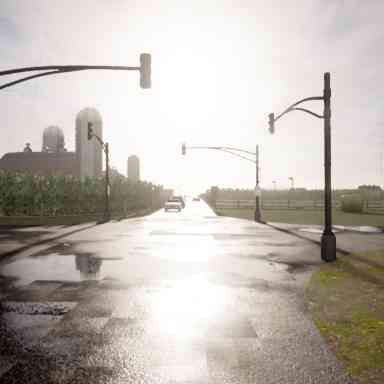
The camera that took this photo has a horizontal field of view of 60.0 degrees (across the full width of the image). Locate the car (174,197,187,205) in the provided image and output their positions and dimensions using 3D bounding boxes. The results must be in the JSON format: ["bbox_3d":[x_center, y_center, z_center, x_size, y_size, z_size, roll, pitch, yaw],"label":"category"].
[{"bbox_3d":[-2.004,1.622,60.134,2.033,1.411,5.357,0,0,1],"label":"car"}]

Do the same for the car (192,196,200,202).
[{"bbox_3d":[1.023,1.726,80.219,1.895,1.301,4.718,0,0,1],"label":"car"}]

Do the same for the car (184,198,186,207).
[{"bbox_3d":[-2.130,1.407,49.953,2.097,1.767,4.553,0,0,1],"label":"car"}]

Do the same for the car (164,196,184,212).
[{"bbox_3d":[-2.233,1.565,40.126,1.812,1.442,4.674,0,0,1],"label":"car"}]
